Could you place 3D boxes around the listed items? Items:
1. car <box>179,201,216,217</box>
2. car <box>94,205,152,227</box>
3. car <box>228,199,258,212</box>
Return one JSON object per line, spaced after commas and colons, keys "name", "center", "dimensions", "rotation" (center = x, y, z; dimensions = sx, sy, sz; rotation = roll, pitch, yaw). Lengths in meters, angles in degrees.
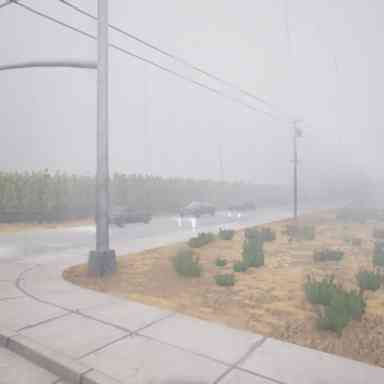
{"name": "car", "center": [0.636, 1.559, 31.486], "dimensions": [1.812, 1.442, 4.674], "rotation": [0, 0, 32]}
{"name": "car", "center": [-4.700, 1.597, 23.146], "dimensions": [1.994, 1.385, 4.181], "rotation": [0, 0, 33]}
{"name": "car", "center": [6.239, 1.581, 40.283], "dimensions": [2.033, 1.411, 5.357], "rotation": [0, 0, 33]}
